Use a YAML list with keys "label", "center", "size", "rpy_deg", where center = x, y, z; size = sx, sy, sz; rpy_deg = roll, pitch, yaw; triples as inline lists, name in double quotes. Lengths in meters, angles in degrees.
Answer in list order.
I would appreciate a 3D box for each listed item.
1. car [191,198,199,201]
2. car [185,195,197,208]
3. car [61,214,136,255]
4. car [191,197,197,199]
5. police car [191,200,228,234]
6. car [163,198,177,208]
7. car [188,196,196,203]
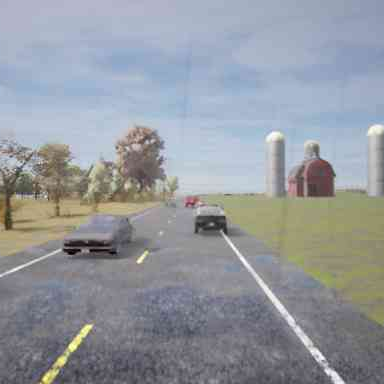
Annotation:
- label: "car"
  center: [1.043, 1.623, 30.425]
  size: [1.801, 1.575, 5.366]
  rpy_deg: [0, 0, 0]
- label: "car"
  center: [-0.013, 1.516, 55.577]
  size: [2.150, 2.045, 5.566]
  rpy_deg: [0, 0, 0]
- label: "car"
  center: [-3.600, 1.626, 13.903]
  size: [2.033, 1.411, 5.357]
  rpy_deg: [0, 0, 0]
- label: "car"
  center: [1.042, 1.654, 36.425]
  size: [1.801, 1.575, 5.366]
  rpy_deg: [0, 0, 0]
- label: "police car"
  center: [1.045, 1.540, 20.344]
  size: [1.930, 1.638, 5.238]
  rpy_deg: [0, 0, 0]
- label: "car"
  center: [-3.558, 1.800, 54.993]
  size: [1.837, 1.490, 4.892]
  rpy_deg: [0, 0, 1]
- label: "car"
  center: [-0.017, 1.713, 77.408]
  size: [1.837, 1.490, 4.892]
  rpy_deg: [0, 0, 0]
